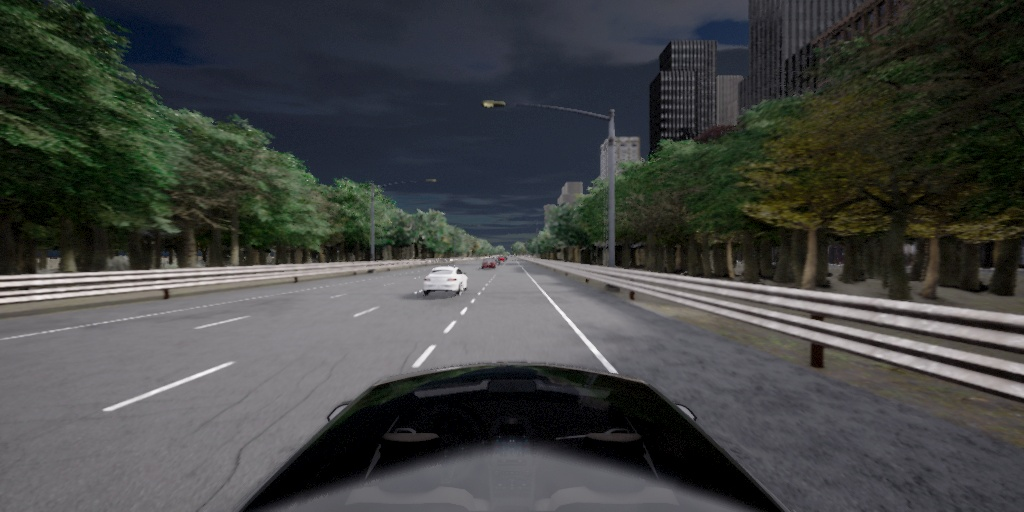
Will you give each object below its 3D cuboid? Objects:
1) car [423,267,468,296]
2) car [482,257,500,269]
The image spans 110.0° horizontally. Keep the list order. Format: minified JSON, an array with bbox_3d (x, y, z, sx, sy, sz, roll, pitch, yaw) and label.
[{"bbox_3d":[-3.502,1.286,19.391,1.812,1.442,4.674,0,0,0],"label":"car"},{"bbox_3d":[-3.500,1.090,56.461,2.097,1.767,4.553,0,0,0],"label":"car"}]
